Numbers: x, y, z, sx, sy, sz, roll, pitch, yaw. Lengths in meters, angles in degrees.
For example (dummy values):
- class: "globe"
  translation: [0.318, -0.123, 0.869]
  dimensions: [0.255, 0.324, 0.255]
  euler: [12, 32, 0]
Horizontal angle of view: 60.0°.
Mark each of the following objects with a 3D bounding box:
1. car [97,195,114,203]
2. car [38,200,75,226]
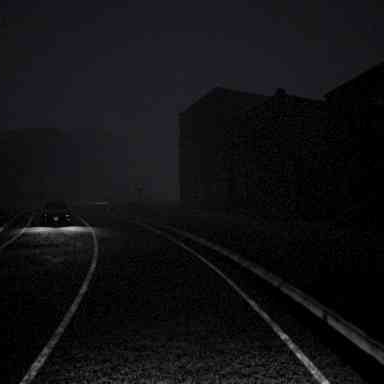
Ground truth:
- class: "car"
  translation: [-16.228, 1.247, 62.266]
  dimensions: [1.994, 1.385, 4.181]
  euler: [-1, 0, 7]
- class: "car"
  translation: [-9.013, 1.342, 22.126]
  dimensions: [1.837, 1.490, 4.892]
  euler: [1, 0, -22]
